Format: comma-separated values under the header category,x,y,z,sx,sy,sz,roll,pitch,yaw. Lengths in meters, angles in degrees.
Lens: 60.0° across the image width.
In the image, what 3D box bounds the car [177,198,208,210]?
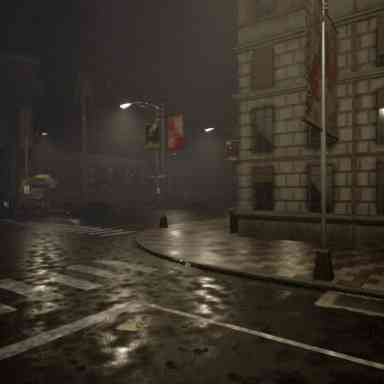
category,x,y,z,sx,sy,sz,roll,pitch,yaw
car,0.075,1.492,42.591,2.128,1.511,4.902,0,0,37

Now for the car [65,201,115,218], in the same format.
category,x,y,z,sx,sy,sz,roll,pitch,yaw
car,-9.126,1.526,30.114,1.812,1.442,4.674,0,0,36
